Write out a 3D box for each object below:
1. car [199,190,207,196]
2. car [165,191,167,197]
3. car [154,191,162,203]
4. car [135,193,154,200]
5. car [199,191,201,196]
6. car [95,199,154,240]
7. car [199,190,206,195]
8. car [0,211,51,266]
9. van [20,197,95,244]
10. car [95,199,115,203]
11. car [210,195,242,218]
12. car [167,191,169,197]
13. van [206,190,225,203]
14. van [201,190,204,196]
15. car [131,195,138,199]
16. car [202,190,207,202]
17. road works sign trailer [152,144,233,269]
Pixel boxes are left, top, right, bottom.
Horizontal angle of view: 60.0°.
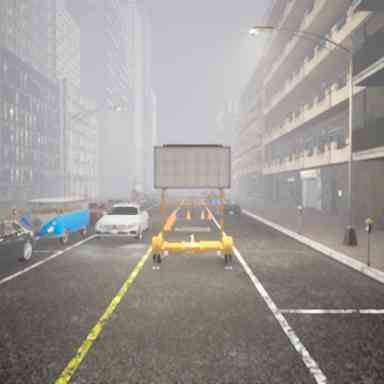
[{"bbox_3d":[2.817,0.236,86.093,1.752,1.417,4.829,0,1,0],"label":"car"},{"bbox_3d":[-5.614,0.742,52.804,2.008,1.369,4.403,0,1,0],"label":"car"},{"bbox_3d":[-5.623,0.823,47.281,2.008,1.369,4.403,0,1,0],"label":"car"},{"bbox_3d":[-5.640,0.876,36.236,1.967,1.590,4.097,0,1,0],"label":"car"},{"bbox_3d":[2.809,0.357,80.403,1.947,1.339,4.313,0,1,0],"label":"car"},{"bbox_3d":[-3.079,1.279,15.529,1.812,1.442,4.674,0,1,0],"label":"car"},{"bbox_3d":[2.825,0.160,91.617,1.752,1.417,4.829,0,1,0],"label":"car"},{"bbox_3d":[-5.682,1.413,8.627,2.008,1.369,4.403,0,1,0],"label":"car"},{"bbox_3d":[-5.674,1.117,14.145,1.690,1.788,3.998,0,1,0],"label":"van"},{"bbox_3d":[-5.665,1.234,19.670,1.887,1.381,4.507,0,1,0],"label":"car"},{"bbox_3d":[2.724,1.154,25.180,2.008,1.369,4.403,0,1,0],"label":"car"},{"bbox_3d":[-5.606,0.550,58.325,1.967,1.590,4.097,0,1,0],"label":"car"},{"bbox_3d":[2.741,0.777,36.221,1.690,1.788,3.998,0,1,0],"label":"van"},{"bbox_3d":[2.766,0.532,52.787,1.690,1.788,3.998,0,1,0],"label":"van"},{"bbox_3d":[-5.656,1.170,25.193,1.947,1.339,4.313,0,1,0],"label":"car"},{"bbox_3d":[2.758,0.817,47.268,1.887,1.381,4.507,0,1,0],"label":"car"},{"bbox_3d":[0.014,0.297,10.498,2.380,3.560,2.880,0,1,0],"label":"road works sign trailer"}]
